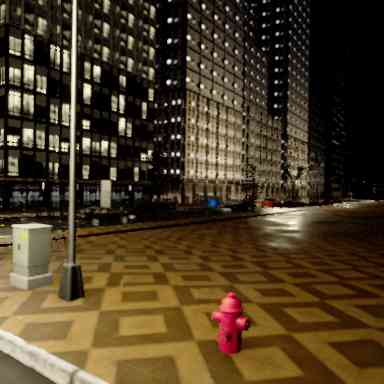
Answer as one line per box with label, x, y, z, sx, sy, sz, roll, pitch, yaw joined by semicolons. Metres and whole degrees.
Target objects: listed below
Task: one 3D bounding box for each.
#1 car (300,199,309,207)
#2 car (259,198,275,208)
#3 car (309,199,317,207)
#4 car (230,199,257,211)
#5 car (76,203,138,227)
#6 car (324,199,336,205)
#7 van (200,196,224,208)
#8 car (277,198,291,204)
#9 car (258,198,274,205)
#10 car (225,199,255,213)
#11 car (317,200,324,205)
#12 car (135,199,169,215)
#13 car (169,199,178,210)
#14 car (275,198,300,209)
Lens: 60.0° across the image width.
car;19.312;2.189;60.806;1.802;1.307;4.206;1;0;35
car;13.632;1.832;57.302;2.097;1.767;4.553;2;0;35
car;22.537;2.105;65.438;1.967;1.590;4.097;1;0;35
car;7.516;1.875;48.476;1.837;1.490;4.892;2;0;36
car;-6.356;1.692;23.678;2.008;1.369;4.403;1;0;35
car;32.201;2.404;79.334;1.947;1.339;4.313;1;0;35
van;2.777;1.573;51.702;1.690;1.788;3.998;1;0;35
car;22.100;2.145;79.486;1.947;1.339;4.313;1;0;35
car;15.658;2.046;70.224;1.802;1.307;4.206;1;0;35
car;6.425;1.940;42.278;1.947;1.339;4.313;1;0;35
car;25.756;2.289;70.069;1.947;1.339;4.313;1;0;35
car;-5.200;1.657;35.680;2.033;1.411;5.357;2;0;35
car;-3.667;1.554;42.439;1.967;1.590;4.097;1;0;35
car;16.091;2.115;56.174;1.947;1.339;4.313;1;0;35
